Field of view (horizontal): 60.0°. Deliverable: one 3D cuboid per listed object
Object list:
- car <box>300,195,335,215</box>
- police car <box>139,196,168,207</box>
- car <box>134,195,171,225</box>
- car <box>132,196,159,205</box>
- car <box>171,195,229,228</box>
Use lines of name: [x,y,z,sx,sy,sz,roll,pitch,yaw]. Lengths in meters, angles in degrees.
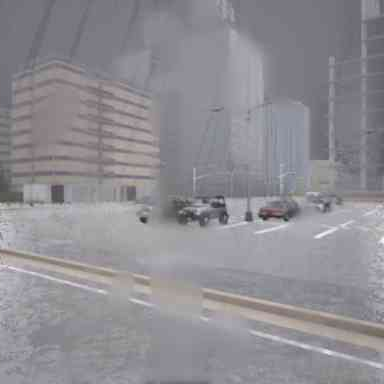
car: [12.804,1.383,33.824,1.970,1.475,3.806,0,0,34]
police car: [-6.137,1.449,53.538,2.038,1.542,4.974,0,0,34]
car: [-1.584,1.132,22.530,1.932,1.855,4.605,0,0,34]
car: [-7.890,1.446,57.320,1.837,1.490,4.892,0,-1,34]
car: [0.784,1.139,20.865,1.905,1.878,3.866,0,0,34]
